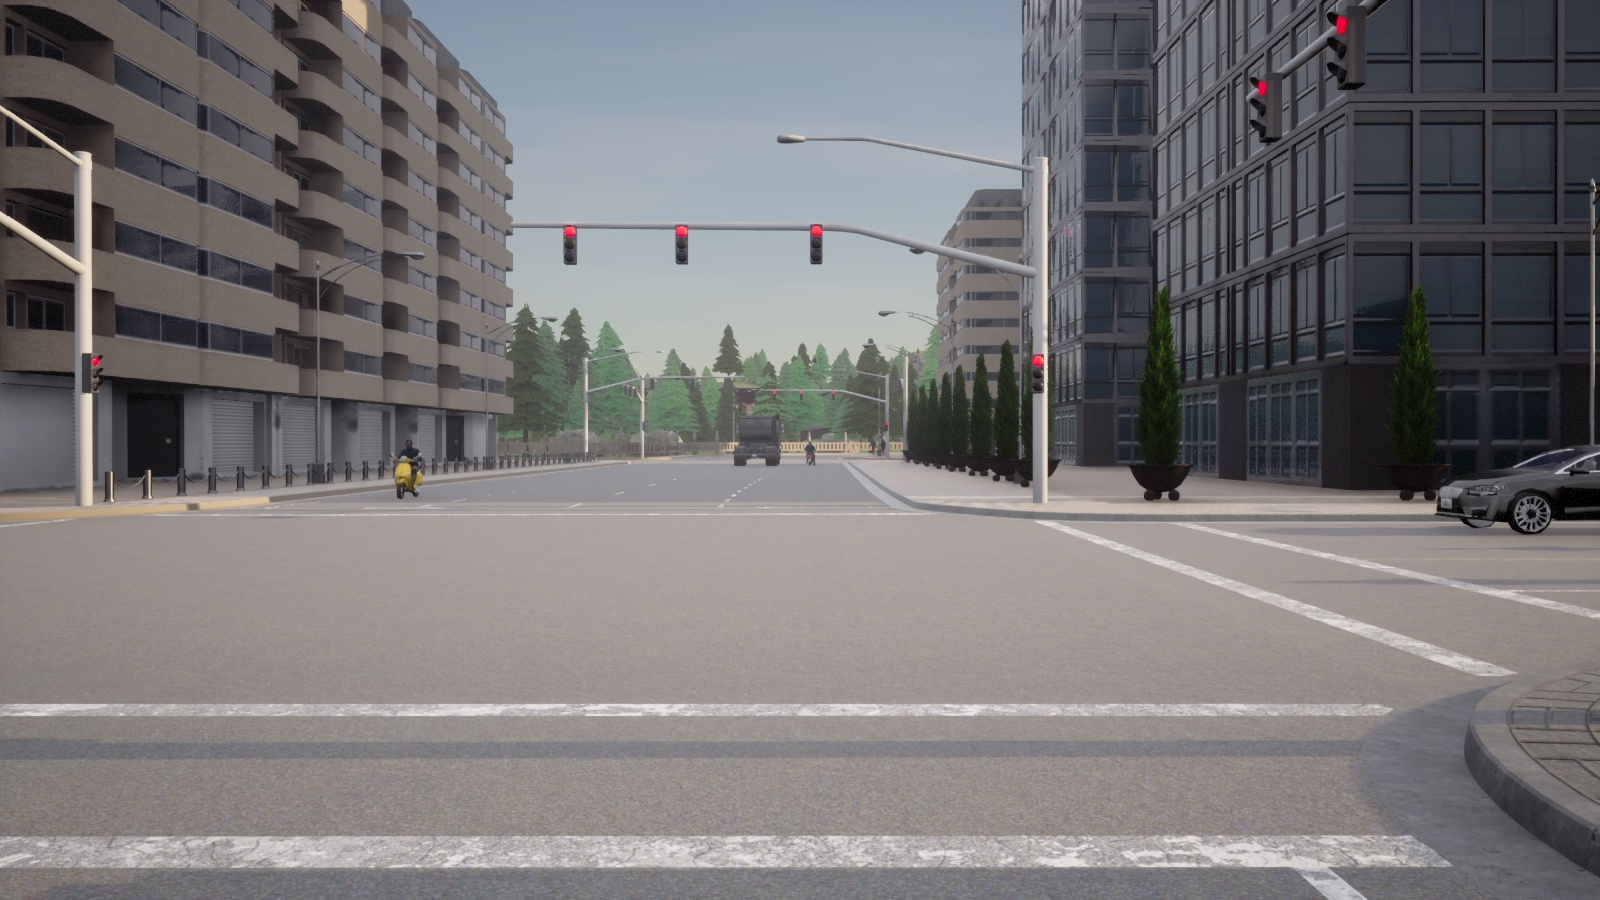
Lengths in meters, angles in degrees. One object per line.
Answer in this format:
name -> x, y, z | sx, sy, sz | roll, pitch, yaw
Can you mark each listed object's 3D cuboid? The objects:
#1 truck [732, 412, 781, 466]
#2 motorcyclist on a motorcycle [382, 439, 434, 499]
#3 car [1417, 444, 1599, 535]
truck -> -2.822, -0.710, 83.605 | 2.891, 3.462, 7.936 | 0, 0, 1
motorcyclist on a motorcycle -> -10.623, 0.499, 34.094 | 0.866, 1.590, 1.817 | 0, 0, 0
car -> 13.678, 0.646, 21.788 | 4.902, 1.511, 2.128 | 0, 0, 1
